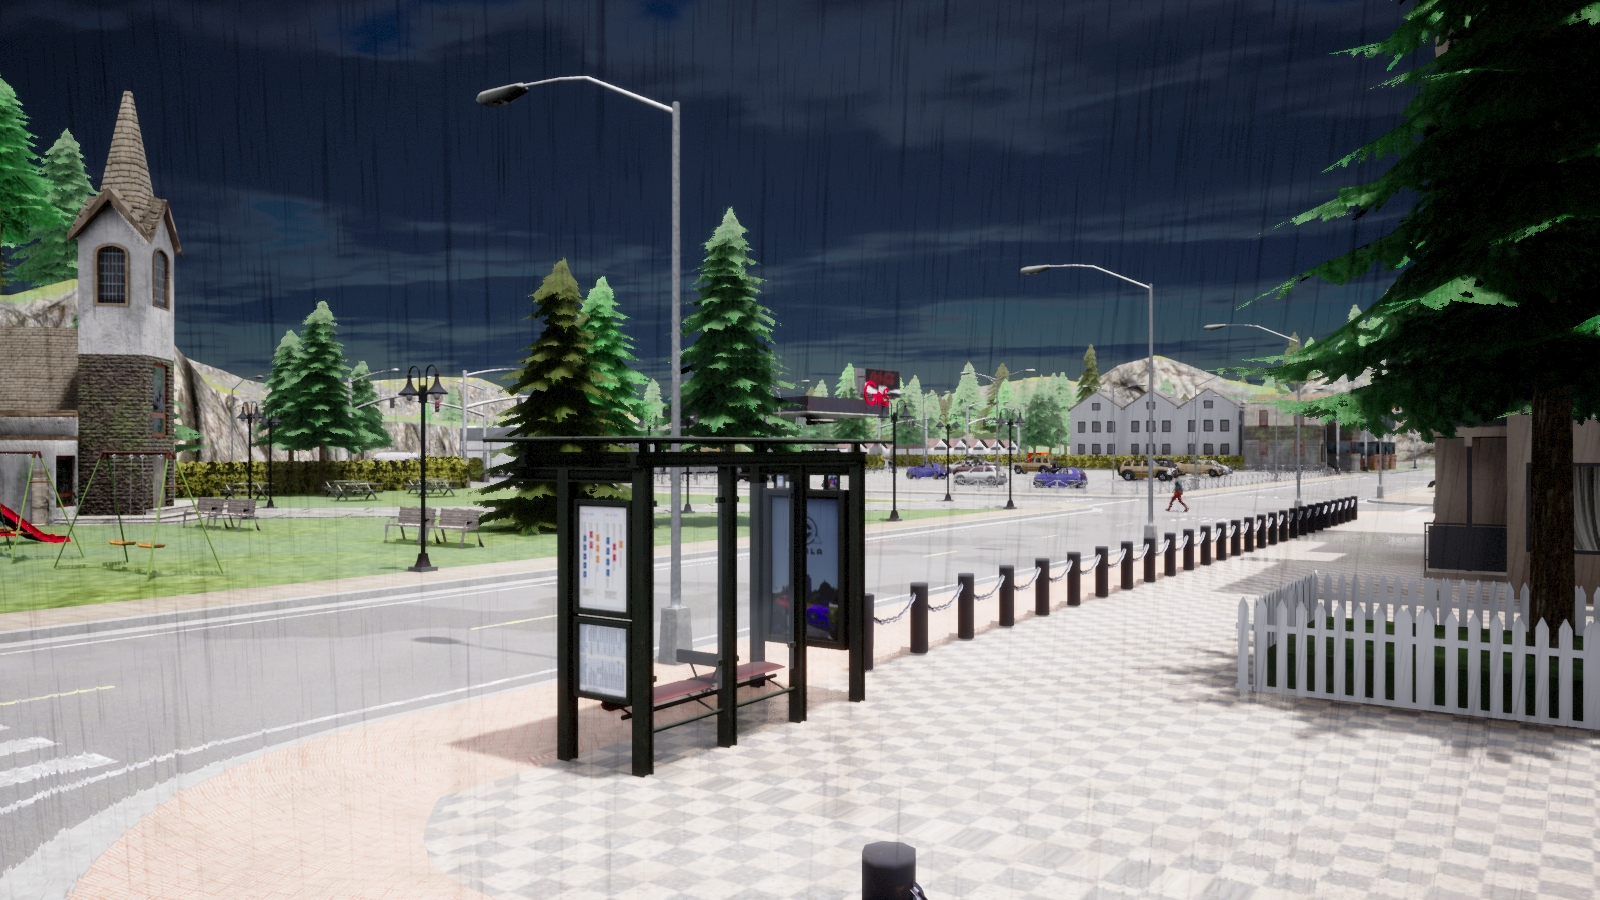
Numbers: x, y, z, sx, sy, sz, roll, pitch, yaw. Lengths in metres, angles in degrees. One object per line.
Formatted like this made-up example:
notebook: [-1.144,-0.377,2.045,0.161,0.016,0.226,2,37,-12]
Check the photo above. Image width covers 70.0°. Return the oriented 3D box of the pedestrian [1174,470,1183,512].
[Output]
pedestrian: [16.757,1.819,50.613,0.375,1.860,0.375,0,0,20]
